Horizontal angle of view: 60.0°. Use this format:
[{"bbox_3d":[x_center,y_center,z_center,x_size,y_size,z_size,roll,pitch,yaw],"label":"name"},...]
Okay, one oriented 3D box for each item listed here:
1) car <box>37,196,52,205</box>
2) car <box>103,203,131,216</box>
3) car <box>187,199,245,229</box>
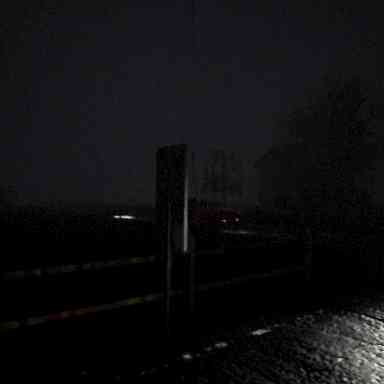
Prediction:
[{"bbox_3d":[-34.961,2.427,79.754,1.837,1.490,4.892,2,-1,-36],"label":"car"},{"bbox_3d":[-8.826,2.038,39.028,1.994,1.385,4.181,1,-1,-36],"label":"car"},{"bbox_3d":[1.435,1.536,24.929,2.150,2.045,5.566,2,-1,-36],"label":"car"}]
